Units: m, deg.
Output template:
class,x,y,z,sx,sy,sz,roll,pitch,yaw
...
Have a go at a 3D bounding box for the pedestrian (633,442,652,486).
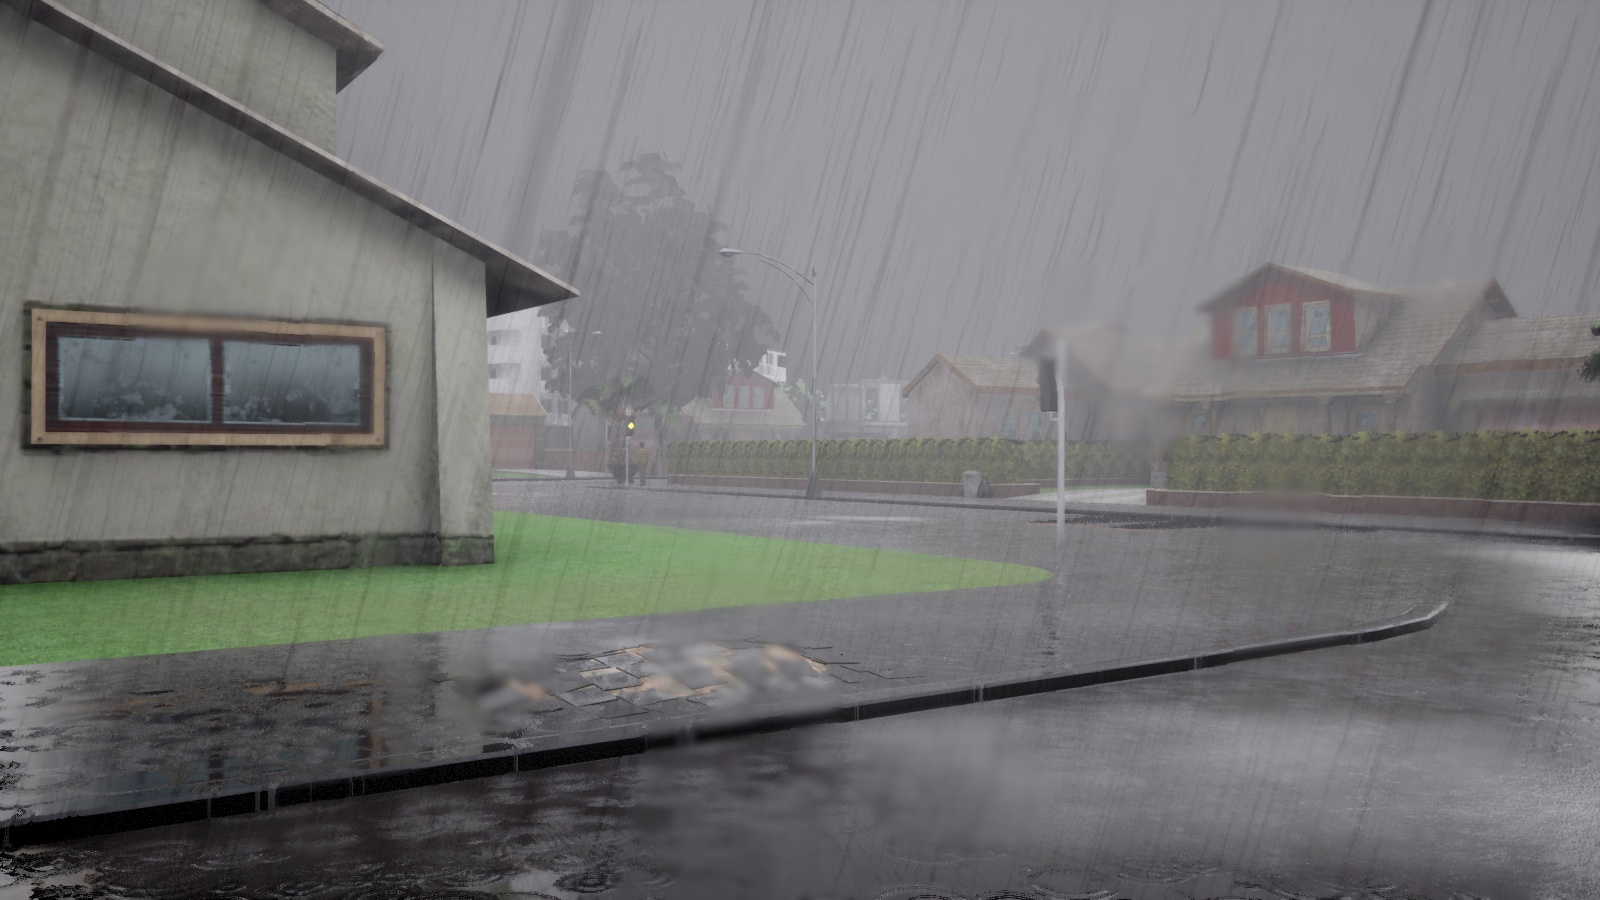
class,x,y,z,sx,sy,sz,roll,pitch,yaw
pedestrian,-6.607,0.598,52.661,0.431,1.840,0.709,0,0,-43
